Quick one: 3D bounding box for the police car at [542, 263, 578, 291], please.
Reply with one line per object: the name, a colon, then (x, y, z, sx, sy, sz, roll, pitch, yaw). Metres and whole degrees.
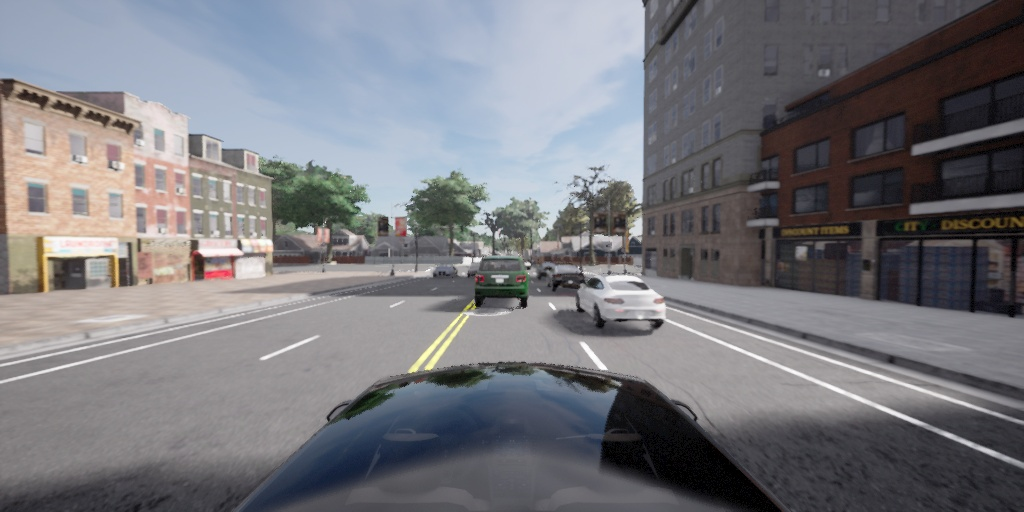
police car: (3.252, 1.250, 22.521, 1.930, 1.638, 5.238, 0, 0, 0)

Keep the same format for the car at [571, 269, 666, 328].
car: (3.251, 1.304, 11.403, 1.812, 1.442, 4.674, 0, 0, 0)

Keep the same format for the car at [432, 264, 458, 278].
car: (-6.562, 1.467, 35.714, 1.994, 1.385, 4.181, 0, 0, 0)

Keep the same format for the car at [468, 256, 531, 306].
car: (-0.342, 1.019, 16.116, 2.150, 2.045, 5.566, 0, 0, 2)

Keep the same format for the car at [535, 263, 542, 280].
car: (3.252, 1.392, 33.420, 1.837, 1.490, 4.892, 0, 0, 0)

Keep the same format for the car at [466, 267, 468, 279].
car: (-3.313, 1.407, 35.301, 1.837, 1.490, 4.892, 0, -1, 0)
